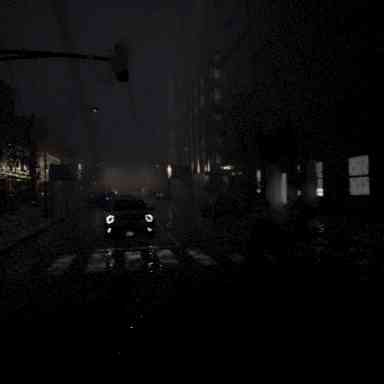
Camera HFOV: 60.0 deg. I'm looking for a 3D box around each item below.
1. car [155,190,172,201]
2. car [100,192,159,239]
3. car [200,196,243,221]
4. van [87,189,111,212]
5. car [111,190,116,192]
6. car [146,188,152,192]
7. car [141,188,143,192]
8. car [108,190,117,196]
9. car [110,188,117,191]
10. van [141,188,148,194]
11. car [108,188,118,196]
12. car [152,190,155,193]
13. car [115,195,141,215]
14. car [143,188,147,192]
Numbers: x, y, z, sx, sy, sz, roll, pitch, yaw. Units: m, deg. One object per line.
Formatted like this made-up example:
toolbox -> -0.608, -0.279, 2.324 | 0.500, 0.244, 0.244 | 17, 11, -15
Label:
car -> -3.952, 0.578, 48.976 | 1.752, 1.417, 4.829 | 0, 1, -12
car -> -2.903, 1.070, 15.637 | 2.097, 1.767, 4.553 | -1, 1, -10
car -> 1.814, 0.954, 21.737 | 1.967, 1.590, 4.097 | 0, 1, -12
van -> -8.679, 0.844, 30.845 | 1.690, 1.788, 3.998 | 0, 1, -12
car -> -12.116, 0.794, 47.090 | 1.947, 1.339, 4.313 | 0, 1, -12
car -> -7.355, 0.325, 65.052 | 1.887, 1.381, 4.507 | 0, 1, -12
car -> -10.794, -0.179, 81.291 | 2.192, 1.841, 5.009 | 0, 1, -12
car -> -18.958, 0.206, 79.405 | 1.752, 1.417, 4.829 | 0, 1, -12
car -> -14.409, 0.360, 57.912 | 2.192, 1.841, 5.009 | 0, 1, -12
van -> -13.086, -0.337, 92.119 | 1.690, 1.788, 3.998 | 0, 1, -12
car -> -20.139, -0.099, 84.982 | 2.192, 1.841, 5.009 | 0, 1, -12
car -> -5.098, 0.487, 54.390 | 1.752, 1.417, 4.829 | 0, 1, -12
car -> -5.730, 1.031, 29.393 | 2.033, 1.411, 5.357 | -1, 1, -12
car -> -9.682, 0.120, 76.046 | 1.752, 1.417, 4.829 | 0, 1, -12
